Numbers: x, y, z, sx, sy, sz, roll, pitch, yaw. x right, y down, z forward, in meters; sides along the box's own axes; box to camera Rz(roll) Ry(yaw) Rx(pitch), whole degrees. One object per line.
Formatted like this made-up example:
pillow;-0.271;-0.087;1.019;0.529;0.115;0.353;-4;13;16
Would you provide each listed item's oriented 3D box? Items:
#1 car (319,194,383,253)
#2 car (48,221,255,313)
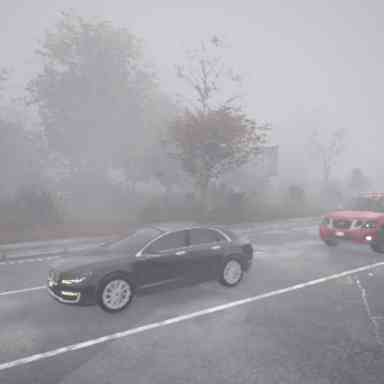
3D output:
car;7.561;1.111;13.558;5.566;2.045;2.150;-1;1;-35
car;-0.695;1.487;7.722;4.892;1.490;1.837;0;0;-35
